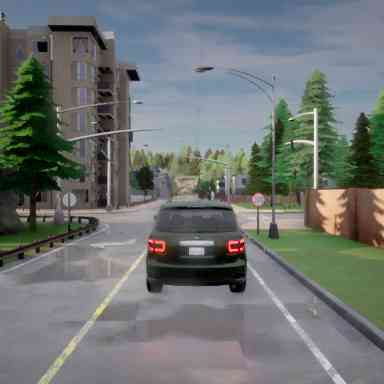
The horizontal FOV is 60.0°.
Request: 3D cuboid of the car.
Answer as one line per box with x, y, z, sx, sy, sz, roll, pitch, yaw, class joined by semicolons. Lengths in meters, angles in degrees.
0.093;1.221;9.018;2.150;2.045;5.566;0;0;0;car
